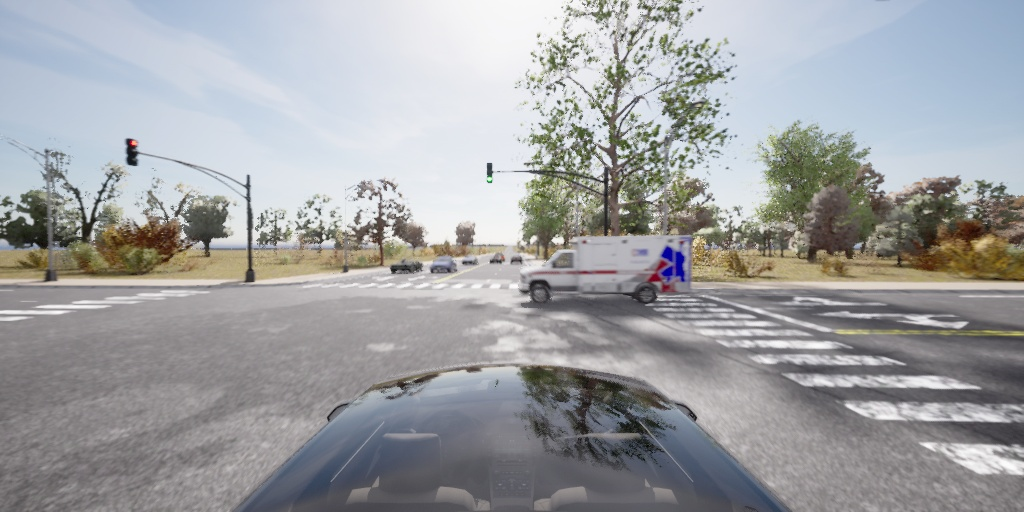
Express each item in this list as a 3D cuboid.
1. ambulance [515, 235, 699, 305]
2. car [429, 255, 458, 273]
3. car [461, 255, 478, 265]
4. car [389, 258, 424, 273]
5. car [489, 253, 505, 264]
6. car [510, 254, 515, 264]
[{"bbox_3d":[3.474,0.493,13.859,6.366,2.431,2.351,-1,1,4],"label":"ambulance"},{"bbox_3d":[-6.326,0.802,33.515,1.812,1.442,4.674,0,1,1],"label":"car"},{"bbox_3d":[-5.945,0.589,51.295,2.033,1.411,5.357,0,1,2],"label":"car"},{"bbox_3d":[-9.592,0.884,32.934,1.895,1.301,4.718,0,1,1],"label":"car"},{"bbox_3d":[-2.536,0.567,56.913,1.895,1.301,4.718,0,1,1],"label":"car"},{"bbox_3d":[0.705,0.478,56.435,1.837,1.490,4.892,0,1,1],"label":"car"}]
